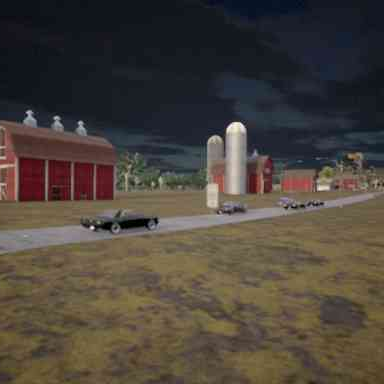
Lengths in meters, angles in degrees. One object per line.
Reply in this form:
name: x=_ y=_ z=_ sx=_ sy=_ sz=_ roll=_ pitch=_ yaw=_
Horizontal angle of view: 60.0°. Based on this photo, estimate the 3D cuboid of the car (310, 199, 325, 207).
car: x=19.687 y=1.722 z=53.075 sx=1.895 sy=1.301 sz=4.718 roll=1 pitch=1 yaw=35

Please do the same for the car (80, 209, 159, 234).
car: x=-4.063 y=1.664 z=19.628 sx=1.895 sy=1.301 sz=4.718 roll=1 pitch=-1 yaw=35

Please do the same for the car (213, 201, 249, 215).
car: x=4.425 y=1.720 z=36.499 sx=2.033 sy=1.411 sz=5.357 roll=1 pitch=1 yaw=35

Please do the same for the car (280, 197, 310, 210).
car: x=13.981 y=1.761 z=44.942 sx=1.895 sy=1.301 sz=4.718 roll=1 pitch=1 yaw=36

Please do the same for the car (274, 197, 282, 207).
car: x=14.051 y=1.442 z=49.883 sx=1.812 sy=1.442 sz=4.674 roll=1 pitch=1 yaw=35
